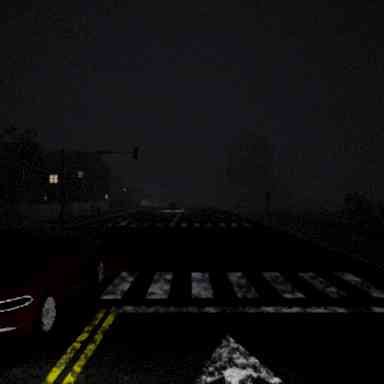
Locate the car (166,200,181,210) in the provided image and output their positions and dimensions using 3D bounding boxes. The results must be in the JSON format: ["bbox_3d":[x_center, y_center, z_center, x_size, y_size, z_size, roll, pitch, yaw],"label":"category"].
[{"bbox_3d":[-3.234,2.362,56.603,1.837,1.490,4.892,0,0,0],"label":"car"}]

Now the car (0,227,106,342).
[{"bbox_3d":[-3.248,1.583,7.011,1.882,1.535,5.008,0,-1,0],"label":"car"}]
